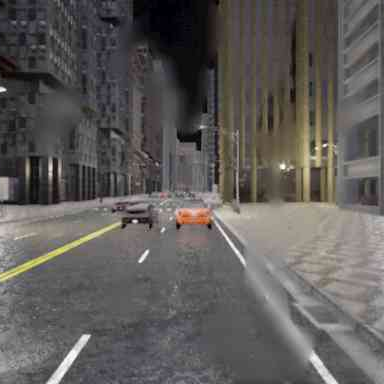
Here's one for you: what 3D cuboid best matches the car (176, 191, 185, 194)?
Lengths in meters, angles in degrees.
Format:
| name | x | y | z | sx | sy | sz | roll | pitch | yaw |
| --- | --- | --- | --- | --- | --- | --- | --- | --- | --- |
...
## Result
| name | x | y | z | sx | sy | sz | roll | pitch | yaw |
| --- | --- | --- | --- | --- | --- | --- | --- | --- | --- |
| car | -3.245 | 0.578 | 86.739 | 2.097 | 1.767 | 4.553 | 0 | 1 | 0 |

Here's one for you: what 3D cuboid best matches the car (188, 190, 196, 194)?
| name | x | y | z | sx | sy | sz | roll | pitch | yaw |
| --- | --- | --- | --- | --- | --- | --- | --- | --- | --- |
| car | 0.005 | 0.745 | 86.770 | 1.812 | 1.442 | 4.674 | 0 | 1 | 0 |

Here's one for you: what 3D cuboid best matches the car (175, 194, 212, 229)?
| name | x | y | z | sx | sy | sz | roll | pitch | yaw |
| --- | --- | --- | --- | --- | --- | --- | --- | --- | --- |
| car | 0.106 | 1.215 | 20.753 | 2.097 | 1.767 | 4.553 | 0 | 1 | 0 |

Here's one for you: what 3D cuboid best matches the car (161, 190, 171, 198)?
| name | x | y | z | sx | sy | sz | roll | pitch | yaw |
| --- | --- | --- | --- | --- | --- | --- | --- | --- | --- |
| car | -6.496 | 0.500 | 82.800 | 2.150 | 2.045 | 5.566 | 0 | 1 | 0 |

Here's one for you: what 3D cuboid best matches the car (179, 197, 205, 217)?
| name | x | y | z | sx | sy | sz | roll | pitch | yaw |
| --- | --- | --- | --- | --- | --- | --- | --- | --- | --- |
| car | 0.034 | 1.279 | 30.063 | 2.128 | 1.511 | 4.902 | 0 | 0 | 1 |

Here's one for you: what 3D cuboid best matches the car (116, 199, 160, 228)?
| name | x | y | z | sx | sy | sz | roll | pitch | yaw |
| --- | --- | --- | --- | --- | --- | --- | --- | --- | --- |
| car | -3.150 | 1.367 | 20.821 | 1.837 | 1.490 | 4.892 | 0 | 0 | 0 |

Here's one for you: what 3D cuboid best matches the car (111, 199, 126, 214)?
| name | x | y | z | sx | sy | sz | roll | pitch | yaw |
| --- | --- | --- | --- | --- | --- | --- | --- | --- | --- |
| car | -6.519 | 1.335 | 32.407 | 1.994 | 1.385 | 4.181 | 0 | 0 | 0 |

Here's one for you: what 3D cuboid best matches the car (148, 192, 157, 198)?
| name | x | y | z | sx | sy | sz | roll | pitch | yaw |
| --- | --- | --- | --- | --- | --- | --- | --- | --- | --- |
| car | -9.746 | 0.776 | 82.833 | 1.837 | 1.490 | 4.892 | 0 | 1 | 0 |
